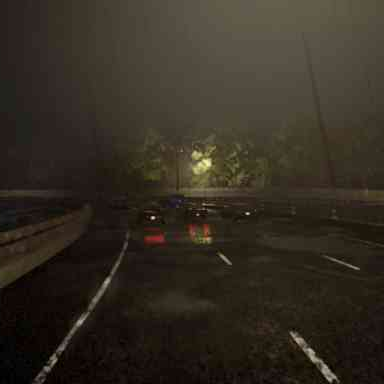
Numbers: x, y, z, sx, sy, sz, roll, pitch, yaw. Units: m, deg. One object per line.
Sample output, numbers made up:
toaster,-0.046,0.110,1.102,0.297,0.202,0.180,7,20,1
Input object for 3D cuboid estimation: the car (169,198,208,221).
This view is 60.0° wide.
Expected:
car,-0.144,1.493,27.091,2.128,1.511,4.902,0,0,-14

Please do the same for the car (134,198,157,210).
car,-6.269,1.600,44.255,1.994,1.385,4.181,0,0,-24

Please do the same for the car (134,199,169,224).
car,-3.194,1.521,24.836,1.837,1.490,4.892,0,-1,-14

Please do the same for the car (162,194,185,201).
car,-2.587,1.240,44.712,2.150,2.045,5.566,0,0,-23

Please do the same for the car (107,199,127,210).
car,-9.915,1.619,43.822,1.994,1.385,4.181,0,0,-24

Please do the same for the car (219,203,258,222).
car,3.616,1.547,26.346,1.994,1.385,4.181,0,0,-14
